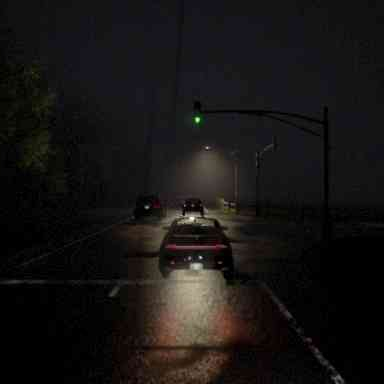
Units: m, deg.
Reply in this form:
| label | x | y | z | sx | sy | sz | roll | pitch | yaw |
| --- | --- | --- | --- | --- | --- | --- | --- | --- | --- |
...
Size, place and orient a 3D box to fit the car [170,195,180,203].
| label | x | y | z | sx | sy | sz | roll | pitch | yaw |
| --- | --- | --- | --- | --- | --- | --- | --- | --- | --- |
| car | -3.496 | 1.553 | 70.035 | 2.128 | 1.511 | 4.902 | 0 | 0 | 0 |

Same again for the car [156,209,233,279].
| label | x | y | z | sx | sy | sz | roll | pitch | yaw |
| --- | --- | --- | --- | --- | --- | --- | --- | --- | --- |
| car | 0.099 | 1.499 | 10.098 | 2.128 | 1.511 | 4.902 | 0 | 0 | 0 |

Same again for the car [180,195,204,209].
| label | x | y | z | sx | sy | sz | roll | pitch | yaw |
| --- | --- | --- | --- | --- | --- | --- | --- | --- | --- |
| car | 0.097 | 1.371 | 34.539 | 2.097 | 1.767 | 4.553 | 0 | 0 | 0 |

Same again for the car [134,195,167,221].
| label | x | y | z | sx | sy | sz | roll | pitch | yaw |
| --- | --- | --- | --- | --- | --- | --- | --- | --- | --- |
| car | -3.402 | 1.240 | 27.769 | 2.150 | 2.045 | 5.566 | 0 | 0 | 0 |

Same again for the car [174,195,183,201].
| label | x | y | z | sx | sy | sz | roll | pitch | yaw |
| --- | --- | --- | --- | --- | --- | --- | --- | --- | --- |
| car | -3.506 | 1.558 | 85.769 | 2.128 | 1.511 | 4.902 | 0 | 0 | 0 |
